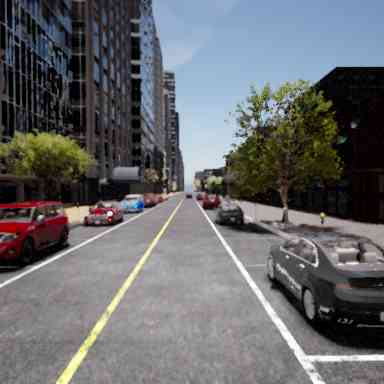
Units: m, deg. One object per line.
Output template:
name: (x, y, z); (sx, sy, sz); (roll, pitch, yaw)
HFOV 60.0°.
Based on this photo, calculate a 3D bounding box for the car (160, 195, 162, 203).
car: (-6.158, 1.309, 50.892); (1.752, 1.417, 4.829); (-1, 0, -1)

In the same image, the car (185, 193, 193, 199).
car: (-0.774, 1.072, 85.558); (1.837, 1.490, 4.892); (0, 0, -1)

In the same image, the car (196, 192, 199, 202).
car: (2.064, 0.973, 67.730); (2.192, 1.841, 5.009); (-1, 0, -1)

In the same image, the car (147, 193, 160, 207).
car: (-6.113, 1.125, 45.526); (2.192, 1.841, 5.009); (-1, 0, -1)

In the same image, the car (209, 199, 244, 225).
car: (2.493, 1.427, 22.721); (2.008, 1.369, 4.403); (-1, 0, -1)

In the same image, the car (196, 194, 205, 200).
car: (1.967, 1.171, 78.799); (1.947, 1.339, 4.313); (-1, 0, -1)

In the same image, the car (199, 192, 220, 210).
car: (2.317, 1.108, 40.058); (2.192, 1.841, 5.009); (-1, 0, -1)

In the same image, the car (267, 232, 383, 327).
car: (2.756, 1.502, 6.855); (2.008, 1.369, 4.403); (-1, 0, -1)

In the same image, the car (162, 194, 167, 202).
car: (-6.261, 1.274, 62.130); (1.887, 1.381, 4.507); (-1, 0, -1)

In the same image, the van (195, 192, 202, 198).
van: (1.810, 0.865, 95.400); (1.690, 1.788, 3.998); (-1, 0, -1)

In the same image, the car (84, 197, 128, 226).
car: (-5.913, 1.361, 22.661); (1.967, 1.590, 4.097); (-1, 0, -1)

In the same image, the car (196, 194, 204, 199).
car: (1.917, 1.160, 84.333); (1.802, 1.307, 4.206); (-1, 0, -1)

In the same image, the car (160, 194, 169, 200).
car: (-6.412, 1.175, 78.564); (1.752, 1.417, 4.829); (-1, 0, -1)

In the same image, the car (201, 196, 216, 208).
car: (2.270, 1.290, 45.763); (1.752, 1.417, 4.829); (-1, 0, -1)

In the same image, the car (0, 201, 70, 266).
car: (-5.904, 1.289, 11.590); (2.192, 1.841, 5.009); (-1, 0, -1)

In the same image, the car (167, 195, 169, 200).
car: (-6.361, 1.202, 73.030); (1.752, 1.417, 4.829); (-1, 0, -1)

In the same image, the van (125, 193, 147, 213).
van: (-6.011, 1.205, 34.457); (1.690, 1.788, 3.998); (-1, 0, -1)
